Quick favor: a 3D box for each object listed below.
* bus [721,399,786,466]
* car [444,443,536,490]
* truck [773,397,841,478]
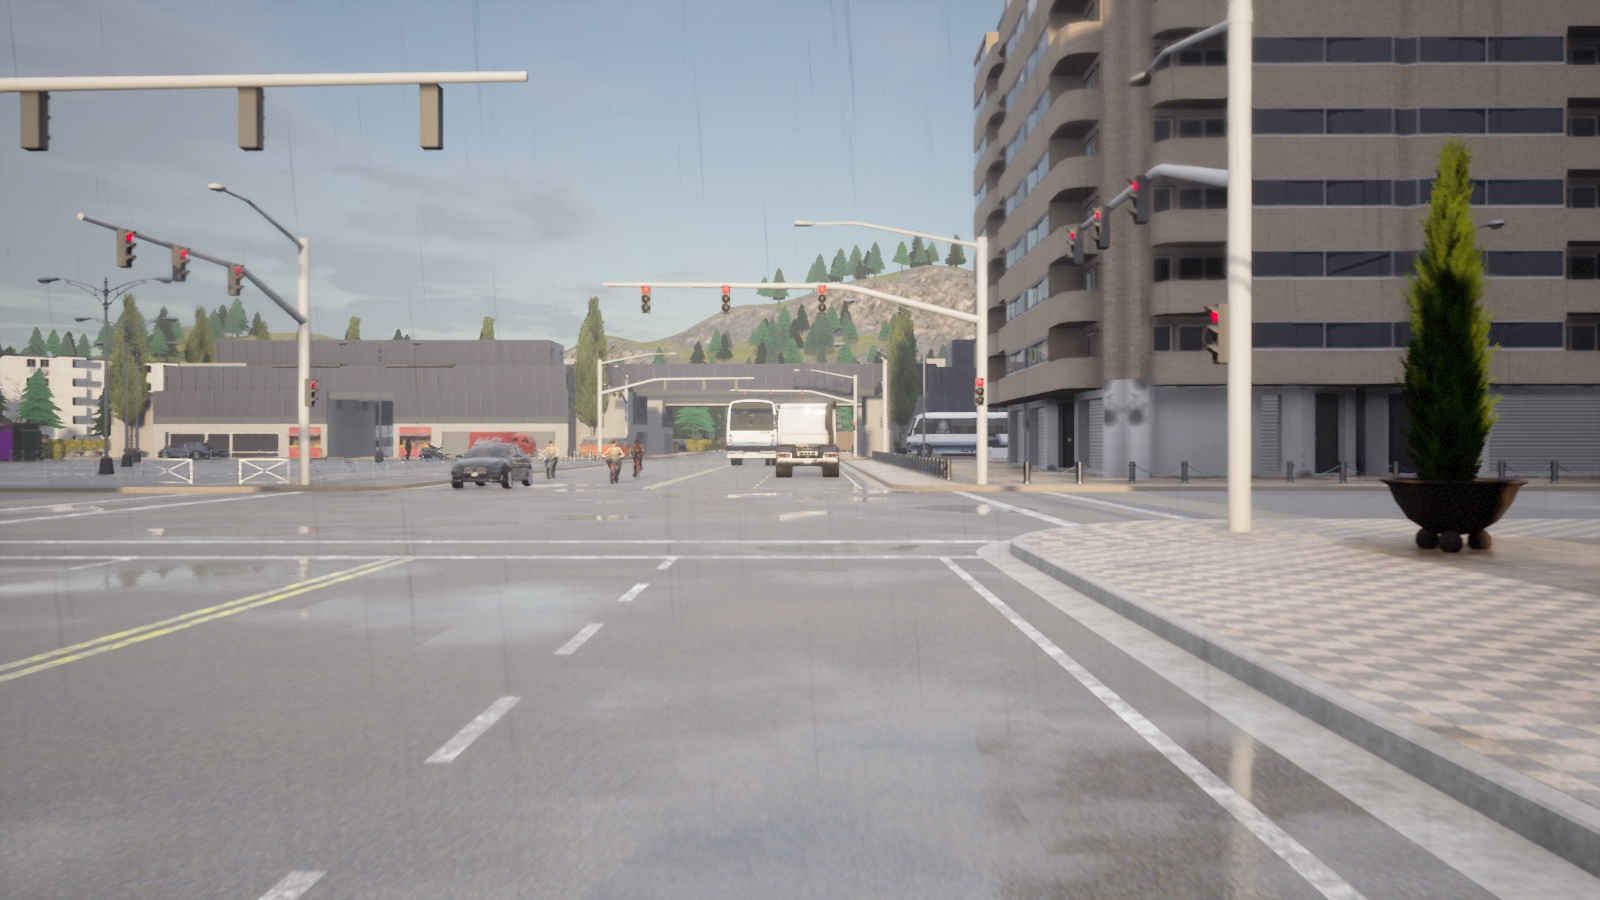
[{"bbox_3d":[-3.004,-1.111,84.905,3.944,4.253,10.273,0,0,1],"label":"bus"},{"bbox_3d":[-10.247,0.506,41.831,1.837,1.490,4.892,0,0,0],"label":"car"},{"bbox_3d":[0.330,-0.559,57.476,2.891,3.462,7.936,0,0,0],"label":"truck"}]
